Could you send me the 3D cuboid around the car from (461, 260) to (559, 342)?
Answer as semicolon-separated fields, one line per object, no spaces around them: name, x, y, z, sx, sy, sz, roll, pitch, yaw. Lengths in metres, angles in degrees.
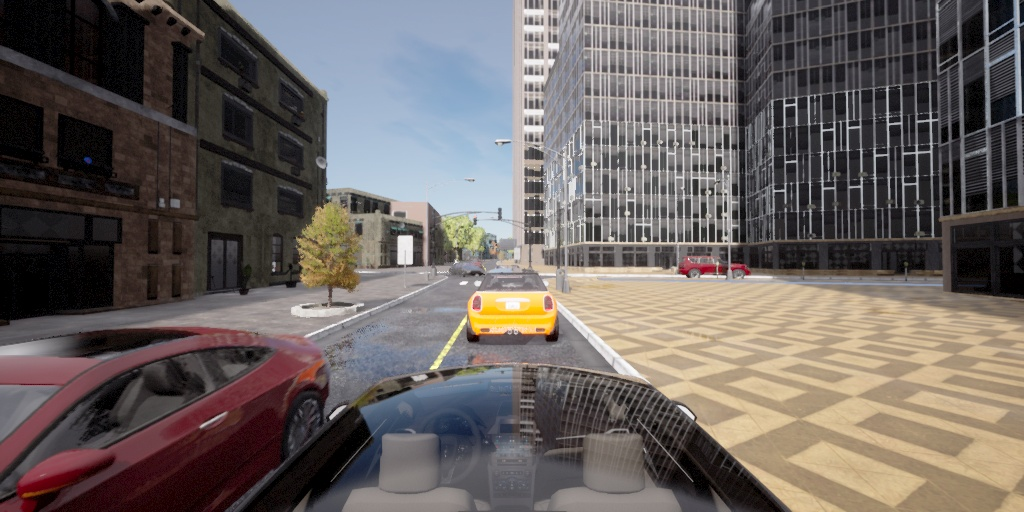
car;-0.003;1.103;9.944;2.097;1.767;4.553;0;0;-1

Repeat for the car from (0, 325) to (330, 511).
car;-2.864;1.276;2.130;1.812;1.442;4.674;0;0;0

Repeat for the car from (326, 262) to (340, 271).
car;-20.618;1.312;40.067;4.313;1.339;1.948;0;0;18

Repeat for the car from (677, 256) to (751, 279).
car;15.722;0.934;28.211;5.009;1.841;2.192;0;0;18

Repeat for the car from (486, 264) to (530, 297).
car;-0.239;1.245;20.081;2.128;1.511;4.902;0;0;-1

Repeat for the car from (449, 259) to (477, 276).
car;-4.348;1.291;34.090;2.033;1.411;5.357;1;0;-28

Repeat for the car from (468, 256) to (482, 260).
car;-5.521;1.232;53.297;1.882;1.535;5.008;0;0;-6
